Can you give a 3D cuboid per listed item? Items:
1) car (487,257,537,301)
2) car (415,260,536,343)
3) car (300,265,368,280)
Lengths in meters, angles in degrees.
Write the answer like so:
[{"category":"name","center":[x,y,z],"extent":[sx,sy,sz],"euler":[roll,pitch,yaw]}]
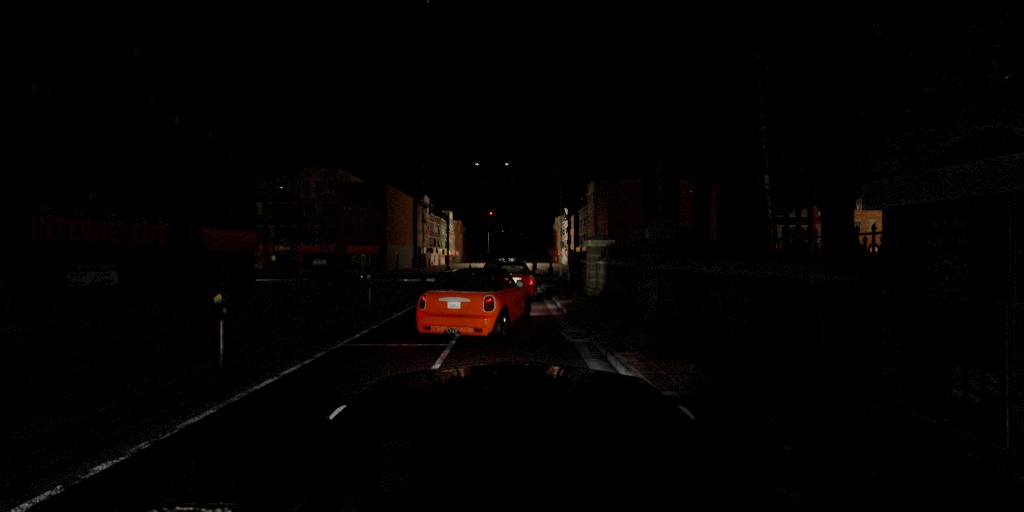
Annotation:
[{"category":"car","center":[0.070,1.101,17.257],"extent":[2.097,1.767,4.553],"euler":[0,0,1]},{"category":"car","center":[-0.800,1.101,9.976],"extent":[2.097,1.767,4.553],"euler":[0,0,13]},{"category":"car","center":[-14.346,1.369,29.088],"extent":[4.718,1.301,1.895],"euler":[0,0,3]}]
